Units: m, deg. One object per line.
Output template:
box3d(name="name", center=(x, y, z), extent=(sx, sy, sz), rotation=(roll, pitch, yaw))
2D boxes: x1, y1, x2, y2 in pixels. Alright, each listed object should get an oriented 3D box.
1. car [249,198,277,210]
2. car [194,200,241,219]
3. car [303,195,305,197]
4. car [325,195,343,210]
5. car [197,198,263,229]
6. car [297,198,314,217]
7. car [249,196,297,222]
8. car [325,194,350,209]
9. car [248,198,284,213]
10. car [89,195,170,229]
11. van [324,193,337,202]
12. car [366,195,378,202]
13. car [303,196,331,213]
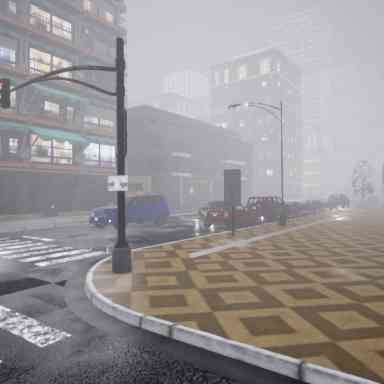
box3d(name="car", center=(9.314, 1.489, 43.303), extent=(1.752, 1.417, 4.829), rotation=(-1, 0, 36))
box3d(name="car", center=(2.367, 1.470, 29.723), extent=(1.837, 1.490, 4.892), rotation=(-1, 0, 37))
box3d(name="car", center=(22.589, 1.439, 61.311), extent=(1.752, 1.417, 4.829), rotation=(-1, 0, 36))
box3d(name="car", center=(15.757, 1.415, 38.764), extent=(2.008, 1.369, 4.403), rotation=(-1, 0, 36))
box3d(name="car", center=(2.481, 1.353, 20.757), extent=(1.967, 1.590, 4.097), rotation=(-1, 0, 36))
box3d(name="car", center=(9.120, 1.471, 29.760), extent=(1.802, 1.307, 4.206), rotation=(-1, 0, 36))
box3d(name="car", center=(5.798, 1.216, 25.259), extent=(2.192, 1.841, 5.009), rotation=(-1, 0, 36))
box3d(name="car", center=(19.074, 1.167, 43.267), extent=(2.192, 1.841, 5.009), rotation=(-1, 0, 36))
box3d(name="car", center=(8.593, 1.490, 38.156), extent=(2.033, 1.411, 5.357), rotation=(-1, 0, 37))
box3d(name="car", center=(-3.812, 1.209, 21.311), extent=(2.150, 2.045, 5.566), rotation=(-1, 0, 38))
box3d(name="van", center=(29.326, 1.229, 70.452), extent=(1.690, 1.788, 3.998), rotation=(-1, 0, 36))
box3d(name="car", center=(35.670, 1.334, 65.776), extent=(1.887, 1.381, 4.507), rotation=(-1, 0, 36))
box3d(name="car", center=(12.438, 1.421, 34.262), extent=(1.887, 1.381, 4.507), rotation=(-1, 0, 36))
